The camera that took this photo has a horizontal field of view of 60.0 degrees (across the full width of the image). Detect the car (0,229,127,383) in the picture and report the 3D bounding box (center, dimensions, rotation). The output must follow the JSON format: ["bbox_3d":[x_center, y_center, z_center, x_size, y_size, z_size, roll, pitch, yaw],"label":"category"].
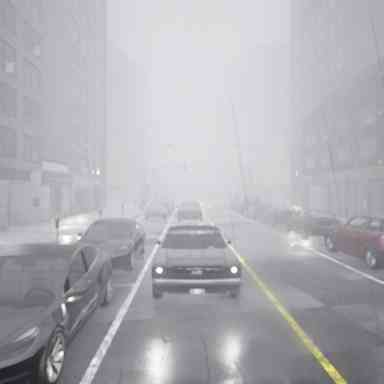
[{"bbox_3d":[-2.444,1.556,5.256,1.947,1.339,4.313,0,0,-1],"label":"car"}]

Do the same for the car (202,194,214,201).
[{"bbox_3d":[4.353,1.304,82.442,1.967,1.590,4.097,0,0,-2],"label":"car"}]

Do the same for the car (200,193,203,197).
[{"bbox_3d":[3.893,1.436,93.743,1.802,1.307,4.206,0,0,-2],"label":"car"}]

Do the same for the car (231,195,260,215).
[{"bbox_3d":[5.563,1.249,33.043,2.192,1.841,5.009,0,0,-1],"label":"car"}]

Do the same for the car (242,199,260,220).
[{"bbox_3d":[5.666,1.511,27.520,1.947,1.339,4.313,0,0,-1],"label":"car"}]

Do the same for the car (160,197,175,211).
[{"bbox_3d":[-2.961,1.502,32.877,1.947,1.339,4.313,0,0,-1],"label":"car"}]

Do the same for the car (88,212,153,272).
[{"bbox_3d":[-2.547,1.545,10.780,1.947,1.339,4.313,0,0,-1],"label":"car"}]

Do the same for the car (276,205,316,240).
[{"bbox_3d":[5.873,1.517,16.475,2.008,1.369,4.403,0,0,-1],"label":"car"}]

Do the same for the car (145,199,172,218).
[{"bbox_3d":[-2.858,1.528,27.353,1.802,1.307,4.206,0,0,-1],"label":"car"}]

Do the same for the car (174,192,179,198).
[{"bbox_3d":[-4.626,1.296,93.405,1.967,1.590,4.097,0,0,-2],"label":"car"}]

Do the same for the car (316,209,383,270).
[{"bbox_3d":[5.977,1.418,10.952,1.967,1.590,4.097,0,0,-1],"label":"car"}]

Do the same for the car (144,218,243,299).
[{"bbox_3d":[0.054,1.584,8.553,1.895,1.301,4.718,0,0,-1],"label":"car"}]

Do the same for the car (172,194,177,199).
[{"bbox_3d":[-3.065,1.365,38.401,1.967,1.590,4.097,0,0,-1],"label":"car"}]

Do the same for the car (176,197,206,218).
[{"bbox_3d":[-0.165,1.427,25.985,1.882,1.535,5.008,0,0,-1],"label":"car"}]

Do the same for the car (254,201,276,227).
[{"bbox_3d":[5.770,1.507,21.998,2.008,1.369,4.403,0,0,-1],"label":"car"}]
